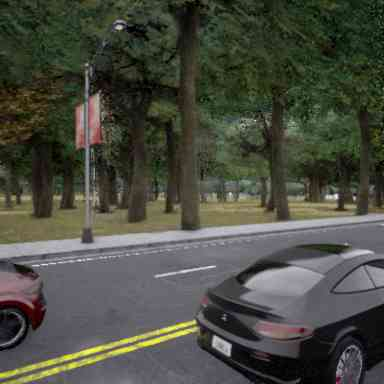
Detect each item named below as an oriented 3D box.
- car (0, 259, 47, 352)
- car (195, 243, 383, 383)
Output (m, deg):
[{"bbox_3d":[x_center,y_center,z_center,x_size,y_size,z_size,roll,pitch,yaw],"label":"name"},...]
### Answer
[{"bbox_3d":[-4.307,1.564,4.606,4.181,1.385,1.994,0,0,-35],"label":"car"},{"bbox_3d":[2.199,1.524,5.005,4.674,1.442,1.812,0,0,-35],"label":"car"}]
